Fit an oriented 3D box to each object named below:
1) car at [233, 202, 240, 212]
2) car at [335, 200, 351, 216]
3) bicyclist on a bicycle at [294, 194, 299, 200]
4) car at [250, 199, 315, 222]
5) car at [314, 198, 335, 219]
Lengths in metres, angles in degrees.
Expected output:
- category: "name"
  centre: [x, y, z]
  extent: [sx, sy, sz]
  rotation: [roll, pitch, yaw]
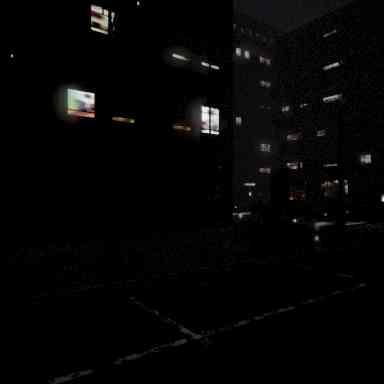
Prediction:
- category: "car"
  centre: [2.723, 1.167, 33.332]
  extent: [1.837, 1.490, 4.892]
  rotation: [0, 1, -36]
- category: "car"
  centre: [10.679, 1.284, 27.828]
  extent: [2.128, 1.511, 4.902]
  rotation: [0, 1, -36]
- category: "bicyclist on a bicycle"
  centre: [11.451, 1.011, 36.190]
  extent: [1.656, 1.620, 0.582]
  rotation: [0, 1, -36]
- category: "car"
  centre: [6.206, 1.342, 24.168]
  extent: [2.008, 1.369, 4.403]
  rotation: [1, 0, -36]
- category: "car"
  centre: [8.223, 1.318, 25.813]
  extent: [1.812, 1.442, 4.674]
  rotation: [0, 1, -37]
